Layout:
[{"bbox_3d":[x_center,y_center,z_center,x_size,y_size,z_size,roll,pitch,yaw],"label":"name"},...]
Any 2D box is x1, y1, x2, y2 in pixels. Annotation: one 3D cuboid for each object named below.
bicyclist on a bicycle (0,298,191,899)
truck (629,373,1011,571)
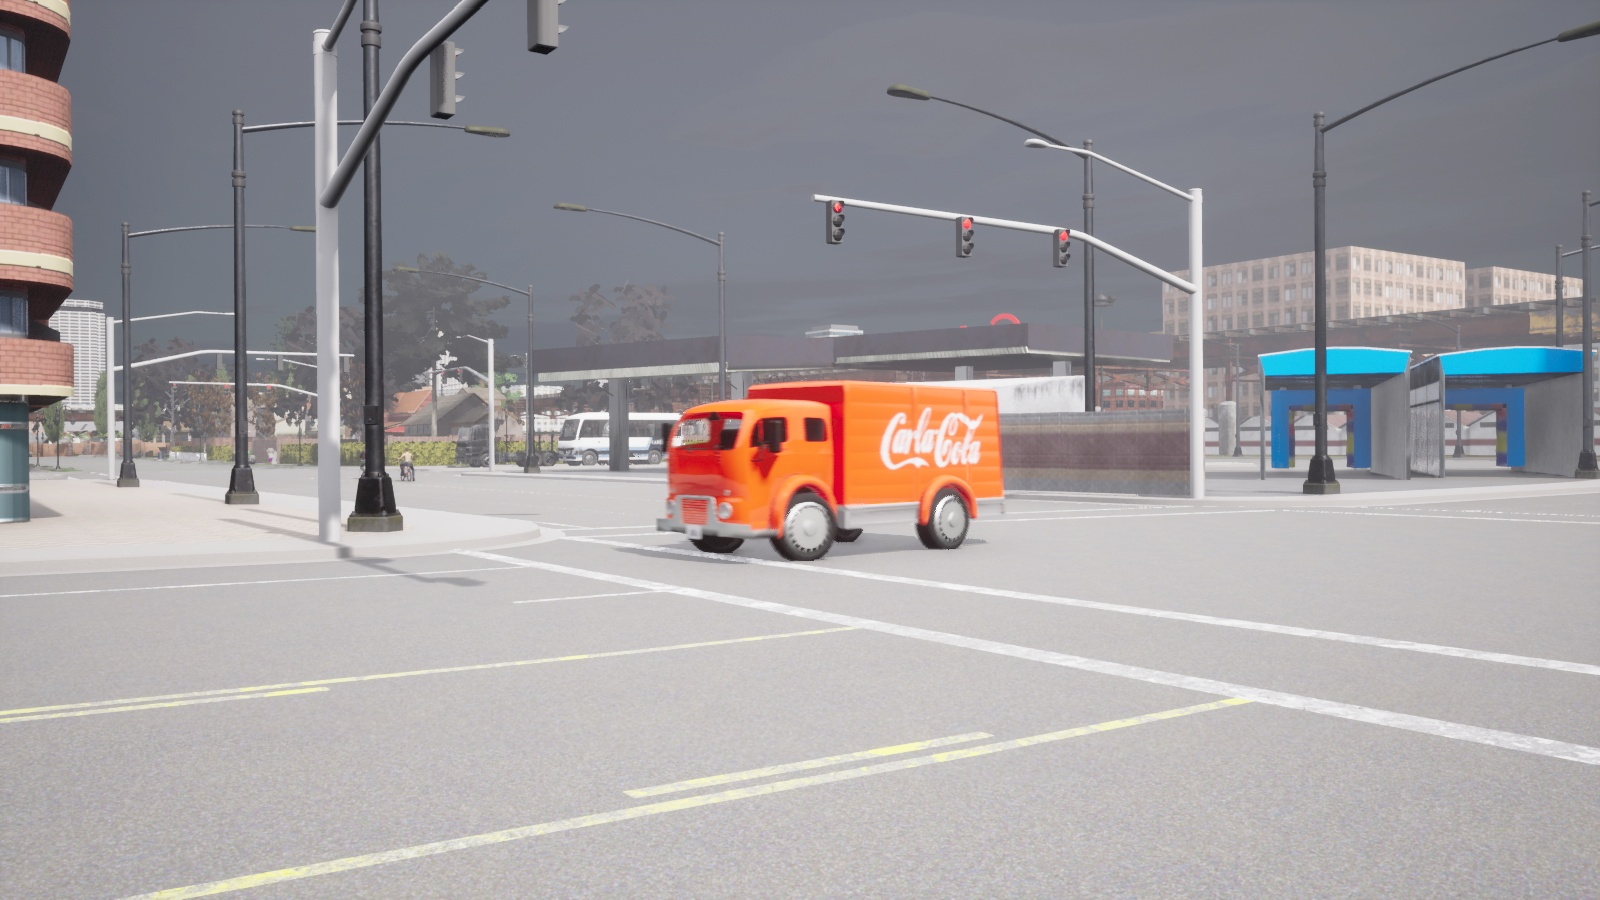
[{"bbox_3d":[-2.100,0.623,2.117,1.843,1.776,0.659,0,0,-36],"label":"bicyclist on a bicycle"},{"bbox_3d":[0.421,0.249,18.430,5.204,2.467,2.627,-1,1,-42],"label":"truck"}]
